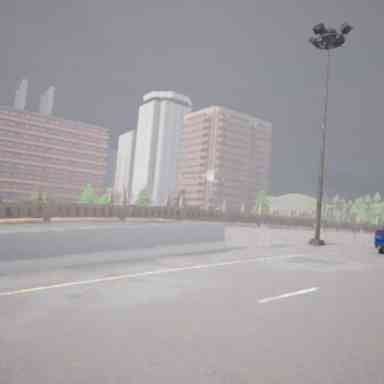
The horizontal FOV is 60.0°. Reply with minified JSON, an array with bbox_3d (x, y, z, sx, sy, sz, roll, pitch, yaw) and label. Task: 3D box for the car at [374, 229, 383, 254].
[{"bbox_3d":[10.485,2.186,15.523,5.008,1.535,1.882,5,-3,-35],"label":"car"}]
